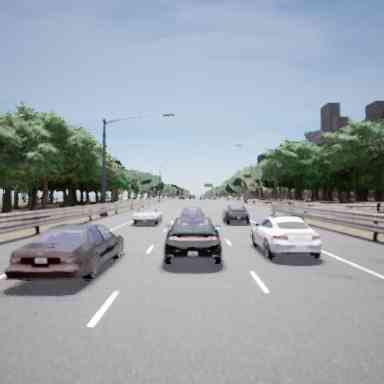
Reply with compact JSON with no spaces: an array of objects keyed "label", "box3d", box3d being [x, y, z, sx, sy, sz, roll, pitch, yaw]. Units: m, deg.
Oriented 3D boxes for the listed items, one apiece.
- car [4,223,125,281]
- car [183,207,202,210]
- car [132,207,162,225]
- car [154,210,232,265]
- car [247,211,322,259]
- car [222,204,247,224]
[{"label":"car","box3d":[-3.473,1.655,10.191,2.033,1.411,5.357,0,-1,0]},{"label":"car","box3d":[0.029,1.802,25.167,2.033,1.411,5.357,0,0,0]},{"label":"car","box3d":[-3.456,1.869,26.738,1.895,1.301,4.718,0,0,1]},{"label":"car","box3d":[0.043,1.618,12.120,2.128,1.511,4.902,0,-1,0]},{"label":"car","box3d":[3.552,1.663,13.088,1.812,1.442,4.674,0,0,0]},{"label":"car","box3d":[3.549,1.764,27.344,2.128,1.511,4.902,0,0,0]}]
